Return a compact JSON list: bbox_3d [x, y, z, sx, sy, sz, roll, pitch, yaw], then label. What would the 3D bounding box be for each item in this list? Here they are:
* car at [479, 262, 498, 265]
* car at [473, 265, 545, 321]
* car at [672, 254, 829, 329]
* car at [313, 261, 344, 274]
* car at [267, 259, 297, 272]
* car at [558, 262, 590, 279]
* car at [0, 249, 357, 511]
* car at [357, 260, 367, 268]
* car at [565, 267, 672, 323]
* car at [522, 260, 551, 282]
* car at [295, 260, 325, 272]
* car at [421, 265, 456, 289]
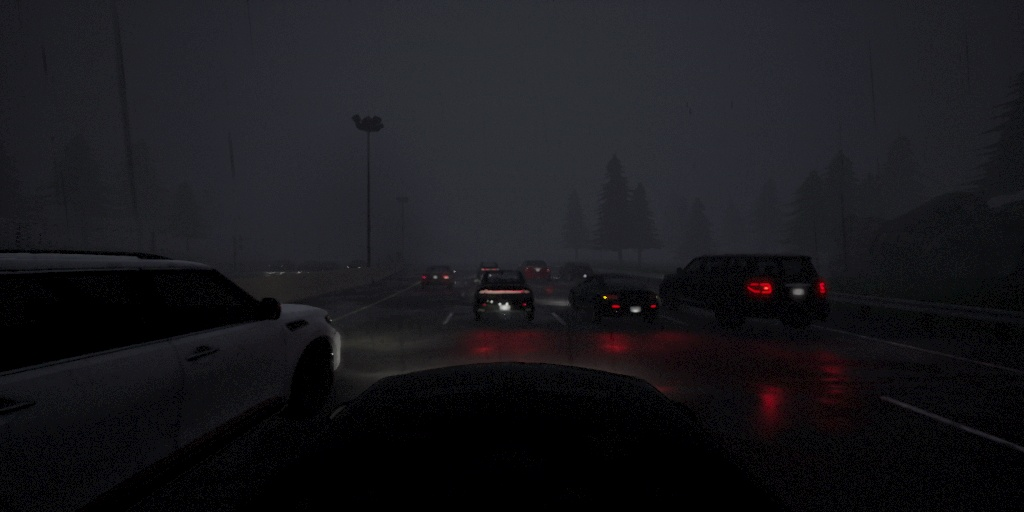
[{"bbox_3d":[-1.923,1.221,28.753,2.128,1.511,4.902,0,0,-8],"label":"car"},{"bbox_3d":[-0.327,1.233,12.487,2.128,1.511,4.902,0,0,-3],"label":"car"},{"bbox_3d":[6.764,0.951,11.300,2.150,2.045,5.566,0,0,-3],"label":"car"},{"bbox_3d":[-22.389,1.300,43.975,2.033,1.411,5.357,0,0,-12],"label":"car"},{"bbox_3d":[-30.951,1.242,48.354,1.882,1.535,5.008,0,0,-14],"label":"car"},{"bbox_3d":[5.117,1.222,28.987,1.837,1.490,4.892,0,0,-8],"label":"car"},{"bbox_3d":[-3.481,0.977,2.719,2.150,2.045,5.566,0,0,0],"label":"car"},{"bbox_3d":[-19.249,1.248,44.893,1.837,1.490,4.892,0,1,-11],"label":"car"},{"bbox_3d":[3.212,1.261,11.943,1.812,1.442,4.674,0,0,-3],"label":"car"},{"bbox_3d":[1.634,1.076,28.553,2.097,1.767,4.553,0,0,-7],"label":"car"},{"bbox_3d":[-27.232,1.305,48.579,2.033,1.411,5.357,0,0,-13],"label":"car"},{"bbox_3d":[-4.730,1.287,23.289,2.033,1.411,5.357,0,0,-6],"label":"car"}]
